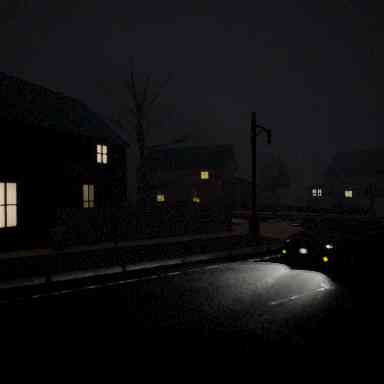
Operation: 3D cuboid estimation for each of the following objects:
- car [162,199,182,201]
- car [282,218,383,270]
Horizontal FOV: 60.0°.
[{"bbox_3d":[-1.175,1.359,25.711,4.892,1.490,1.837,0,1,22],"label":"car"},{"bbox_3d":[4.933,1.565,11.046,4.181,1.385,1.994,0,0,-35],"label":"car"}]
